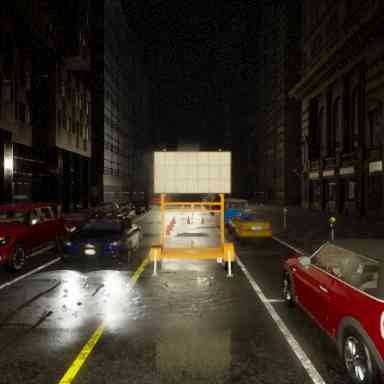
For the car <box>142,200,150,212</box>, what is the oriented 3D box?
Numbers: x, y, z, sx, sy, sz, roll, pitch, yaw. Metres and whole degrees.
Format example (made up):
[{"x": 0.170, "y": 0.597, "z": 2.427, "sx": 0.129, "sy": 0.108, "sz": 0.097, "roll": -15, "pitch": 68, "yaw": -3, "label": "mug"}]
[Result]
[{"x": -5.712, "y": 1.569, "z": 33.253, "sx": 1.947, "sy": 1.339, "sz": 4.313, "roll": 0, "pitch": 0, "yaw": 0, "label": "car"}]

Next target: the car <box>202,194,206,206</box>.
[{"x": 2.831, "y": 1.324, "z": 44.455, "sx": 2.192, "sy": 1.841, "sz": 5.009, "roll": 0, "pitch": 0, "yaw": 0, "label": "car"}]

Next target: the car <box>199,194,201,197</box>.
[{"x": 2.869, "y": 1.464, "z": 66.862, "sx": 1.967, "sy": 1.590, "sz": 4.097, "roll": 0, "pitch": 0, "yaw": 0, "label": "car"}]

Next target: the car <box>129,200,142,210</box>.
[{"x": -5.721, "y": 1.552, "z": 27.651, "sx": 2.008, "sy": 1.369, "sz": 4.403, "roll": 0, "pitch": 0, "yaw": 0, "label": "car"}]

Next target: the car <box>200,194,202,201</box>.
[{"x": 2.850, "y": 1.456, "z": 55.659, "sx": 1.967, "sy": 1.590, "sz": 4.097, "roll": 0, "pitch": 0, "yaw": 0, "label": "car"}]

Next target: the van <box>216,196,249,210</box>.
[{"x": 2.794, "y": 1.341, "z": 22.049, "sx": 1.690, "sy": 1.788, "sz": 3.998, "roll": 0, "pitch": 0, "yaw": 0, "label": "van"}]

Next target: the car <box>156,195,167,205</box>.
[{"x": -5.675, "y": 1.560, "z": 55.662, "sx": 1.887, "sy": 1.381, "sz": 4.507, "roll": 0, "pitch": 0, "yaw": 0, "label": "car"}]

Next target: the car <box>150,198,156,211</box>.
[{"x": -5.702, "y": 1.571, "z": 38.855, "sx": 1.947, "sy": 1.339, "sz": 4.313, "roll": 0, "pitch": 0, "yaw": 0, "label": "car"}]

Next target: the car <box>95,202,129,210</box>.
[{"x": -5.731, "y": 1.440, "z": 22.049, "sx": 1.967, "sy": 1.590, "sz": 4.097, "roll": 0, "pitch": 0, "yaw": 0, "label": "car"}]

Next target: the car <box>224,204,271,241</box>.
[{"x": 2.785, "y": 1.525, "z": 16.617, "sx": 1.752, "sy": 1.417, "sz": 4.829, "roll": 0, "pitch": 0, "yaw": 0, "label": "car"}]

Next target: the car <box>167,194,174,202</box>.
[{"x": -5.647, "y": 1.467, "z": 72.468, "sx": 1.967, "sy": 1.590, "sz": 4.097, "roll": 0, "pitch": 0, "yaw": 0, "label": "car"}]

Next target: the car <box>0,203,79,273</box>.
[{"x": -5.750, "y": 1.314, "z": 10.845, "sx": 2.192, "sy": 1.841, "sz": 5.009, "roll": 0, "pitch": 0, "yaw": 0, "label": "car"}]

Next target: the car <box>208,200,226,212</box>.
[{"x": 2.823, "y": 1.588, "z": 38.854, "sx": 1.802, "sy": 1.307, "sz": 4.206, "roll": 0, "pitch": 0, "yaw": 0, "label": "car"}]

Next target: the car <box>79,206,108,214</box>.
[{"x": -5.740, "y": 1.581, "z": 16.447, "sx": 1.802, "sy": 1.307, "sz": 4.206, "roll": 0, "pitch": 0, "yaw": 0, "label": "car"}]

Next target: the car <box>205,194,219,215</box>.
[{"x": 2.812, "y": 1.318, "z": 33.252, "sx": 2.192, "sy": 1.841, "sz": 5.009, "roll": 0, "pitch": 0, "yaw": 0, "label": "car"}]

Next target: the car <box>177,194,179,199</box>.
[{"x": -5.609, "y": 1.588, "z": 94.877, "sx": 1.887, "sy": 1.381, "sz": 4.507, "roll": 0, "pitch": 0, "yaw": 0, "label": "car"}]

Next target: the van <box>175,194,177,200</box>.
[{"x": -5.619, "y": 1.380, "z": 89.275, "sx": 1.690, "sy": 1.788, "sz": 3.998, "roll": 0, "pitch": 0, "yaw": 0, "label": "van"}]

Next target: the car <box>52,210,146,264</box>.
[{"x": -2.983, "y": 1.563, "z": 11.729, "sx": 1.994, "sy": 1.385, "sz": 4.181, "roll": 0, "pitch": 0, "yaw": 0, "label": "car"}]

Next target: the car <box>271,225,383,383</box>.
[{"x": 2.766, "y": 1.440, "z": 5.243, "sx": 1.967, "sy": 1.590, "sz": 4.097, "roll": 0, "pitch": 0, "yaw": 0, "label": "car"}]

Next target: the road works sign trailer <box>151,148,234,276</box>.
[{"x": 0.014, "y": 0.464, "z": 10.292, "sx": 2.380, "sy": 3.560, "sz": 2.880, "roll": 0, "pitch": 0, "yaw": 0, "label": "road works sign trailer"}]

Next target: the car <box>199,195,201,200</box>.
[{"x": 2.860, "y": 1.586, "z": 61.260, "sx": 1.947, "sy": 1.339, "sz": 4.313, "roll": 0, "pitch": 0, "yaw": 0, "label": "car"}]
